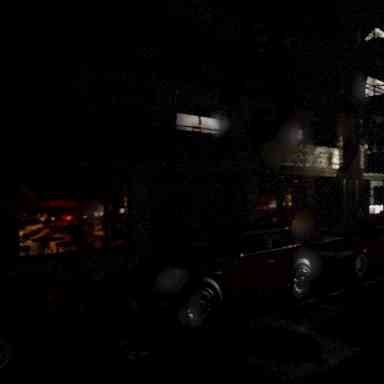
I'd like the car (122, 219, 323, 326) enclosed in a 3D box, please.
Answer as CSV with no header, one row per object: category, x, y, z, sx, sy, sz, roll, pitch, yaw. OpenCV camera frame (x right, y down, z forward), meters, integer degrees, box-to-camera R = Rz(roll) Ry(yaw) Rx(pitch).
car,0.603,1.437,6.995,4.097,1.590,1.967,0,0,-35

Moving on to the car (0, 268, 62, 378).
car,-3.897,1.546,3.786,4.507,1.381,1.887,0,0,-35

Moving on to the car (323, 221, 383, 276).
car,5.104,1.575,10.204,4.206,1.307,1.802,0,0,-35
